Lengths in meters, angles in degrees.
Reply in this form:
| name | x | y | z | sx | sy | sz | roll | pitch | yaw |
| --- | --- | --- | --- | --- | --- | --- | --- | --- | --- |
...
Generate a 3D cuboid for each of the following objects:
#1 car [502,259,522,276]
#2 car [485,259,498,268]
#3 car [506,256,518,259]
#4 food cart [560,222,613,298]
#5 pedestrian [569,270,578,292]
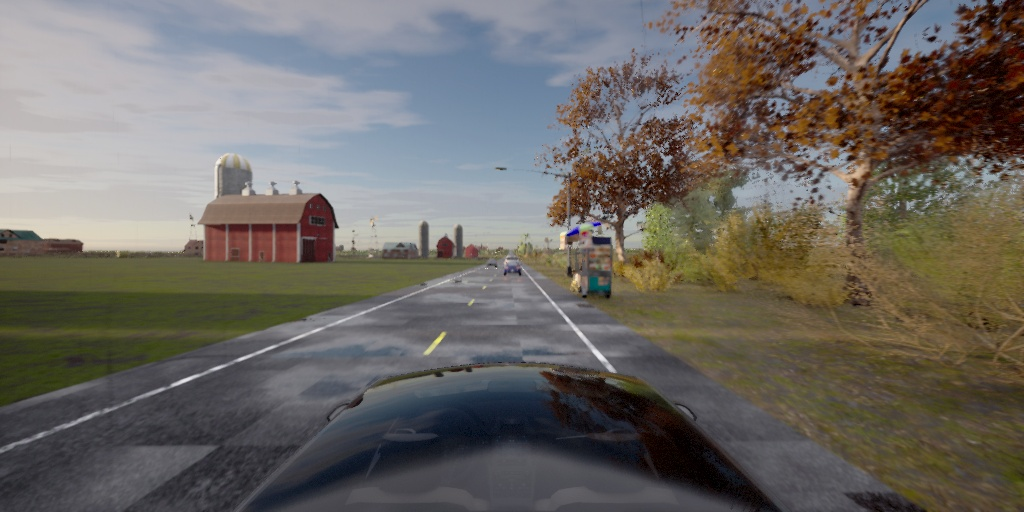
| name | x | y | z | sx | sy | sz | roll | pitch | yaw |
| --- | --- | --- | --- | --- | --- | --- | --- | --- | --- |
| car | 0.077 | 1.296 | 38.384 | 1.812 | 1.442 | 4.674 | 0 | 0 | 1 |
| car | -3.539 | 1.278 | 62.895 | 1.837 | 1.490 | 4.892 | 0 | 0 | 1 |
| car | 0.003 | 0.996 | 49.988 | 2.150 | 2.045 | 5.566 | 0 | 0 | 0 |
| food cart | 3.999 | 0.227 | 18.324 | 2.280 | 3.560 | 4.660 | 0 | 0 | 0 |
| pedestrian | 3.493 | 1.340 | 19.934 | 0.375 | 1.300 | 0.375 | -1 | 1 | -3 |
